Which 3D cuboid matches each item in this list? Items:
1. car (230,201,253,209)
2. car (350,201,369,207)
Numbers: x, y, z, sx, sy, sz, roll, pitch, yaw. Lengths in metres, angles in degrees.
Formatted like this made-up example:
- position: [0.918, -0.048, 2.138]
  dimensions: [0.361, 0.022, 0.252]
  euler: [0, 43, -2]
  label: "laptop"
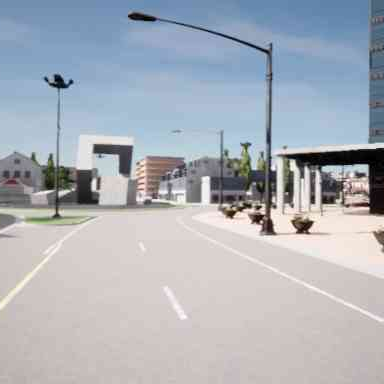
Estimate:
- position: [7.911, 2.095, 52.798]
  dimensions: [1.895, 1.301, 4.718]
  euler: [0, 0, 37]
  label: "car"
- position: [35.802, 2.587, 70.682]
  dimensions: [4.718, 1.301, 1.895]
  euler: [1, 0, -15]
  label: "car"
